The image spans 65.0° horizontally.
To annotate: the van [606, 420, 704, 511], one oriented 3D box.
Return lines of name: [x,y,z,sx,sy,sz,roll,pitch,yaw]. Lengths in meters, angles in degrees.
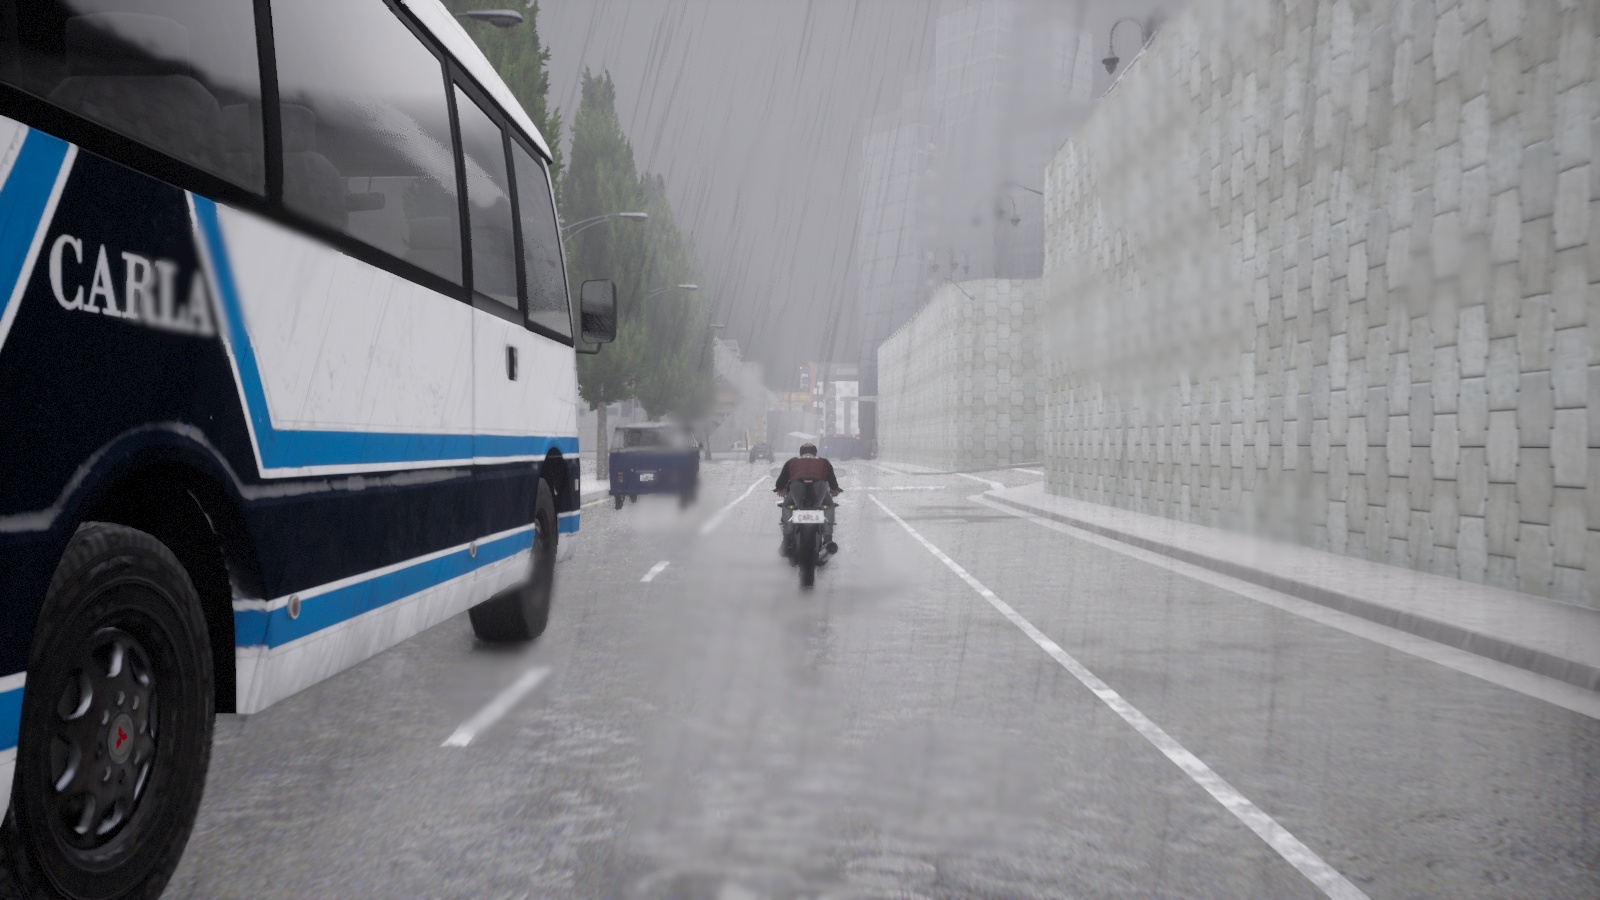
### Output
van: [-3.324,0.330,29.561,1.775,1.987,4.442,0,0,0]

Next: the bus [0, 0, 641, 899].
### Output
bus: [-3.449,-0.668,6.292,3.944,4.253,10.273,0,0,0]

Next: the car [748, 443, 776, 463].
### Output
car: [-2.866,0.222,95.173,1.816,1.474,4.193,0,0,2]

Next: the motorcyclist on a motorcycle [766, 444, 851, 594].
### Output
motorcyclist on a motorcycle: [0.091,0.703,13.926,0.866,1.530,2.191,0,0,0]
